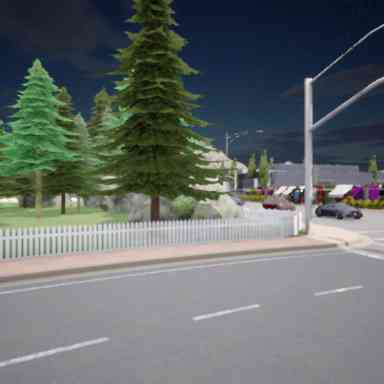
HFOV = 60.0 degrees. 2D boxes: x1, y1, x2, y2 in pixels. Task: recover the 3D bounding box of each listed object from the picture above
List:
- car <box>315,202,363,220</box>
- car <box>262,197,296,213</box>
[{"bbox_3d":[12.482,1.585,28.496,1.994,1.385,4.181,0,0,-16],"label":"car"},{"bbox_3d":[9.785,1.370,37.804,2.097,1.767,4.553,0,0,-16],"label":"car"}]
